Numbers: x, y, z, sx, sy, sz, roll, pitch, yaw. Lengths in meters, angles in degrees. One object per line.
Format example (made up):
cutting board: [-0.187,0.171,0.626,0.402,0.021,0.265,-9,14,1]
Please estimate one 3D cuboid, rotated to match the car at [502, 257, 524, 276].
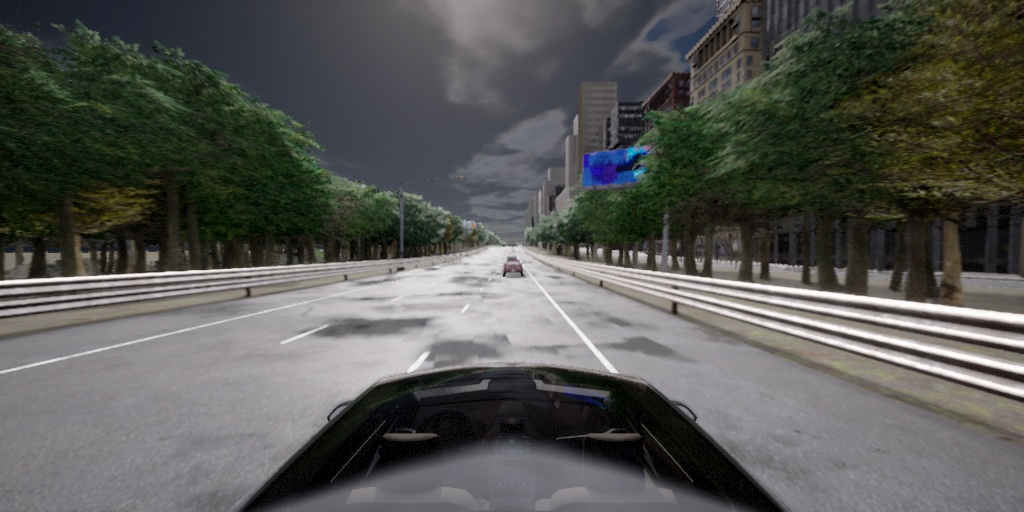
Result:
car: [0.107,1.073,33.793,1.812,1.442,4.674,0,1,0]
